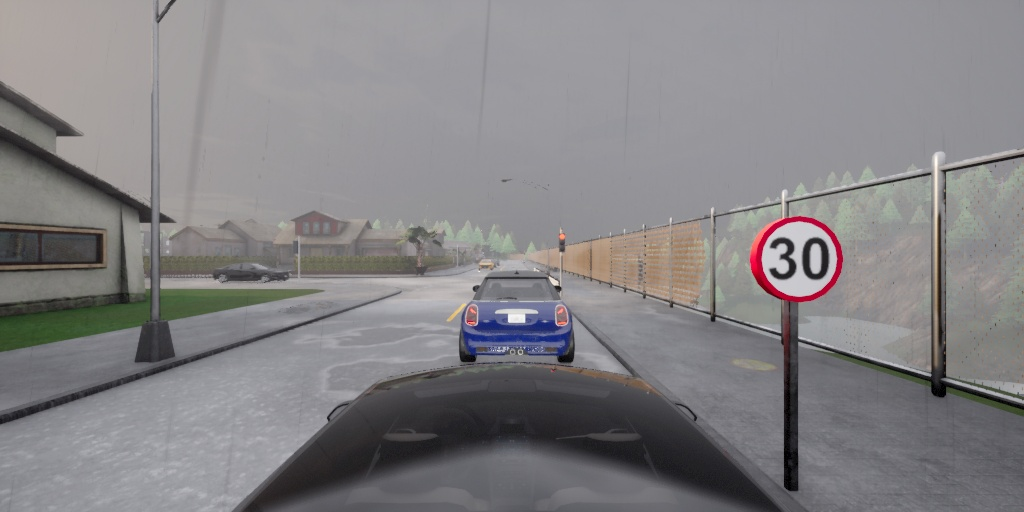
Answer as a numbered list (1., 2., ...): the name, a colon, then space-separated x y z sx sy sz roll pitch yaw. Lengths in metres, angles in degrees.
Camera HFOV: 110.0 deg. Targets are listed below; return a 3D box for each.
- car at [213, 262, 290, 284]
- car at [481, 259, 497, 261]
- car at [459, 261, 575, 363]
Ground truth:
1. car: -19.280 1.227 26.646 5.008 1.535 1.882 0 0 1
2. car: -3.657 1.228 51.213 1.882 1.535 5.008 0 0 1
3. car: 0.116 1.102 8.344 2.097 1.767 4.553 0 0 1
